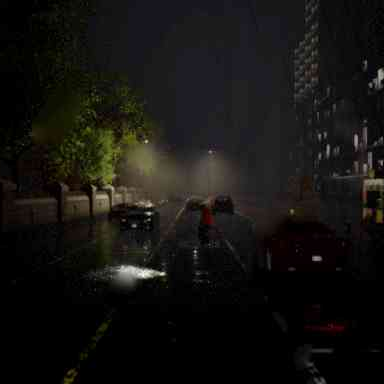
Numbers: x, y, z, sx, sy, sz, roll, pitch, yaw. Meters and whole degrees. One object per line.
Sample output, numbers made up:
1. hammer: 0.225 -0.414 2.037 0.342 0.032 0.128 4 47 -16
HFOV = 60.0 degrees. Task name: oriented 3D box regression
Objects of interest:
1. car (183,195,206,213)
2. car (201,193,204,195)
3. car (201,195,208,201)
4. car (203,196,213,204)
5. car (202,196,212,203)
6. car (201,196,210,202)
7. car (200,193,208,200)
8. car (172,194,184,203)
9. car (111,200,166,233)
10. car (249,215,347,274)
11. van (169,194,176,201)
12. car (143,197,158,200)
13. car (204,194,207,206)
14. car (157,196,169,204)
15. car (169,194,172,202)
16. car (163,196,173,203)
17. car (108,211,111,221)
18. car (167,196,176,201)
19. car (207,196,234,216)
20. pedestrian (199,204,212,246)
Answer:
1. car: 0.320 1.464 37.241 1.882 1.535 5.008 0 0 0
2. car: 0.349 1.335 49.188 2.097 1.767 4.553 0 0 1
3. car: 3.252 1.535 88.906 1.752 1.417 4.829 0 0 0
4. car: 3.107 1.532 66.207 1.887 1.381 4.507 0 0 0
5. car: 3.143 1.559 71.839 1.947 1.339 4.313 0 0 0
6. car: 3.179 1.543 77.472 1.887 1.381 4.507 0 0 0
7. car: 3.286 1.331 94.369 2.192 1.841 5.009 0 0 0
8. car: -2.576 1.554 68.396 1.994 1.385 4.181 0 0 0
9. car: -2.977 1.483 19.675 2.128 1.511 4.902 0 0 0
10. car: 3.065 1.472 10.596 1.882 1.535 5.008 0 0 0
11. van: -5.130 1.351 88.789 1.690 1.788 3.998 0 0 0
12. car: -5.452 1.537 38.102 2.008 1.369 4.403 0 0 0
13. car: 3.037 1.507 55.114 1.752 1.417 4.829 0 0 0
14. car: -5.344 1.422 54.997 1.967 1.590 4.097 0 0 0
15. car: -5.308 1.534 60.628 2.008 1.369 4.403 0 0 0
16. car: -5.237 1.575 71.892 1.802 1.307 4.206 0 0 0
17. car: -5.523 1.571 26.836 1.802 1.307 4.206 0 0 0
18. car: -5.166 1.570 83.158 1.947 1.339 4.313 0 0 0
19. car: 2.893 1.302 32.415 2.192 1.841 5.009 0 0 0
20. pedestrian: 0.515 1.287 13.482 0.375 1.860 0.375 0 0 -3
